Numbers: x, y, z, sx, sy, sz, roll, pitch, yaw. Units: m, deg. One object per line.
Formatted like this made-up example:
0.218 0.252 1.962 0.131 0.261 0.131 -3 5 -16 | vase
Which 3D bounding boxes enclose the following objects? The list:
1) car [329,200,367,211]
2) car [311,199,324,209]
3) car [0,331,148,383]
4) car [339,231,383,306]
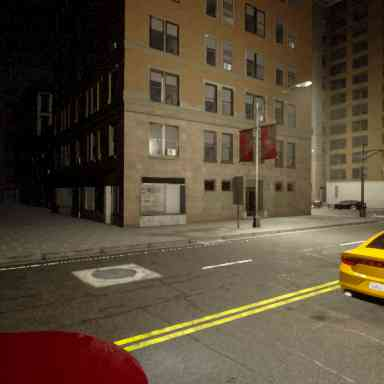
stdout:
18.826 1.597 40.308 1.947 1.339 4.313 0 0 -35 | car
15.549 1.582 44.926 2.008 1.369 4.403 0 0 -35 | car
-2.426 1.526 1.708 4.674 1.442 1.812 0 0 -36 | car
5.201 1.478 7.170 5.008 1.535 1.882 0 0 -35 | car
